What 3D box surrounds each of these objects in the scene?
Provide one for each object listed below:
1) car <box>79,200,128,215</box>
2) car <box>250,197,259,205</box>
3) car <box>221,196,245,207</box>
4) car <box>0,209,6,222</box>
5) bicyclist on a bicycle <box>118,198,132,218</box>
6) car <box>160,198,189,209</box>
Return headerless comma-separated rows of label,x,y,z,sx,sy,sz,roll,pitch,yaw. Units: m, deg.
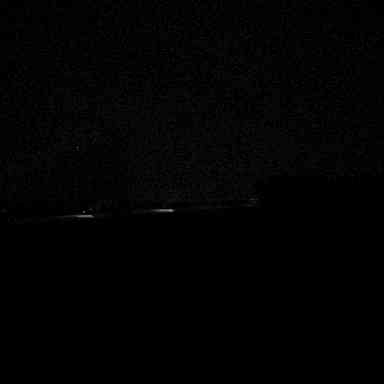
car,-8.821,1.520,34.023,2.033,1.411,5.357,-1,-1,35
car,11.958,1.477,58.540,2.128,1.511,4.902,-1,-1,35
car,6.256,1.406,50.361,1.882,1.535,5.008,-1,-1,36
car,-15.889,1.565,24.092,1.994,1.385,4.181,-1,-1,36
bicyclist on a bicycle,-5.672,1.351,28.116,1.656,1.620,0.582,0,0,35
car,-2.210,1.483,43.384,1.812,1.442,4.674,-1,0,35
